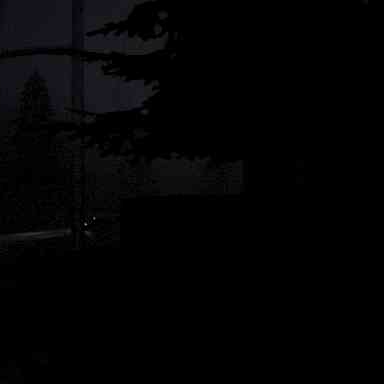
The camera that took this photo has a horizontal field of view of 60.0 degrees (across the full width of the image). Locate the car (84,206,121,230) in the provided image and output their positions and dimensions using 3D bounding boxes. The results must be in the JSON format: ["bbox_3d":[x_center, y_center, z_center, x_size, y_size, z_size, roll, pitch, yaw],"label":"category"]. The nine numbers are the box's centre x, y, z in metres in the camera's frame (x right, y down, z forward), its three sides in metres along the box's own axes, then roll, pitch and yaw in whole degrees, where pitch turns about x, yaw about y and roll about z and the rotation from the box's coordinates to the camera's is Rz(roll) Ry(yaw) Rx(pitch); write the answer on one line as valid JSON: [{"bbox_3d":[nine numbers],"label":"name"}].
[{"bbox_3d":[-4.971,1.586,21.363,1.895,1.301,4.718,0,0,36],"label":"car"}]
